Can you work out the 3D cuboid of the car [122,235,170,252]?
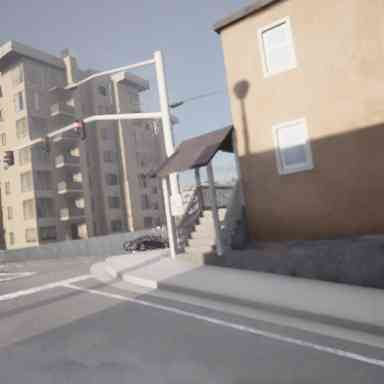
[{"bbox_3d":[-3.838,4.440,28.642,1.837,1.490,4.892,-11,-15,34],"label":"car"}]
